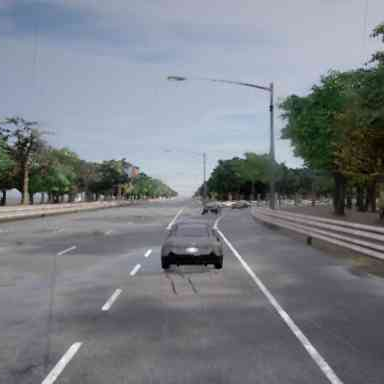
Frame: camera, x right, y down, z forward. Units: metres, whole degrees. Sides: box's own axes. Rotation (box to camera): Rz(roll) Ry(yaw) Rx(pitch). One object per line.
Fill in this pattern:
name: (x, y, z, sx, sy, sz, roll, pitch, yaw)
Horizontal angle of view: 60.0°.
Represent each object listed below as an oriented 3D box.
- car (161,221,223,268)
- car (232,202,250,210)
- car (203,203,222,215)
car: (0.003, 1.742, 11.978, 1.994, 1.385, 4.181, 0, -1, 0)
car: (8.564, 2.388, 58.307, 2.033, 1.411, 5.357, 0, -1, 26)
car: (2.621, 2.113, 41.758, 1.837, 1.490, 4.892, -1, -1, 14)
